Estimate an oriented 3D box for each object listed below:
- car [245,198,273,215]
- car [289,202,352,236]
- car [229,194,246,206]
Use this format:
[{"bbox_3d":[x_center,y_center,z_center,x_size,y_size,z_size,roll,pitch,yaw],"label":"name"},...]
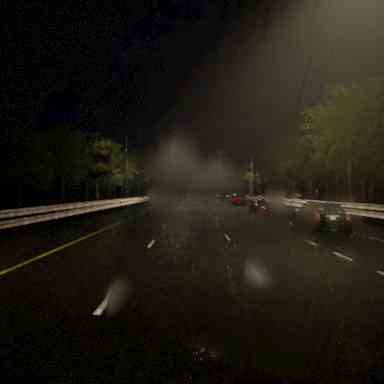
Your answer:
[{"bbox_3d":[6.996,1.543,34.285,1.994,1.385,4.181,0,0,0],"label":"car"},{"bbox_3d":[6.998,1.340,18.621,2.097,1.767,4.553,0,0,0],"label":"car"},{"bbox_3d":[6.992,1.494,52.181,1.812,1.442,4.674,0,0,0],"label":"car"}]
